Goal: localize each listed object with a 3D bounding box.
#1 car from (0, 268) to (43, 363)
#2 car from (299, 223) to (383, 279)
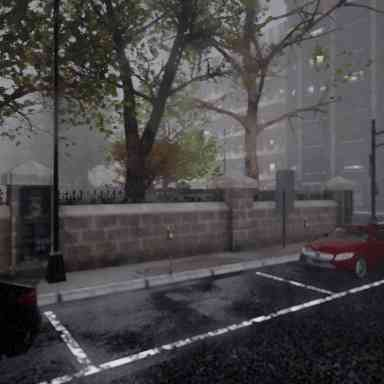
[{"bbox_3d":[-4.012,1.559,3.729,4.313,1.339,1.947,0,-1,-35],"label":"car"},{"bbox_3d":[5.057,1.631,10.077,4.206,1.307,1.802,0,-1,-35],"label":"car"}]
